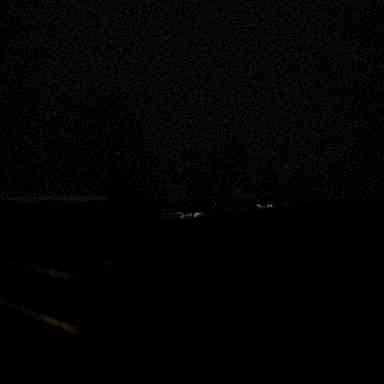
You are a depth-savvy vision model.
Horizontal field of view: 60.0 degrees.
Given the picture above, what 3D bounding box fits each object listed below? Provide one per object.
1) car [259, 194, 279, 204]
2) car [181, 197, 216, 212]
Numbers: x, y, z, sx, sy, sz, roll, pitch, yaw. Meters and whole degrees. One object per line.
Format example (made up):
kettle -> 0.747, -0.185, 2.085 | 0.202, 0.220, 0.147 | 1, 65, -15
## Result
car -> 11.971, 1.153, 51.409 | 1.837, 1.490, 4.892 | -2, -1, 35
car -> 0.788, 1.302, 35.551 | 1.837, 1.490, 4.892 | -2, 0, 35
